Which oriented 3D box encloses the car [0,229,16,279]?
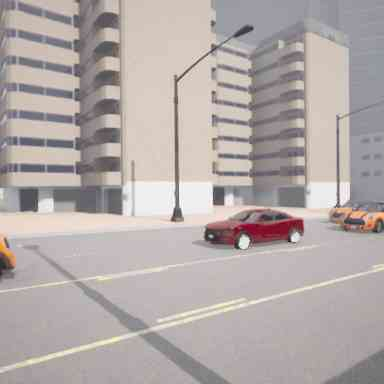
[{"bbox_3d":[-6.762,1.352,7.789,4.553,1.767,2.097,0,0,-35],"label":"car"}]

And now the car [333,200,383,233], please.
[{"bbox_3d":[11.035,1.447,20.230,4.553,1.767,2.097,1,0,-35],"label":"car"}]

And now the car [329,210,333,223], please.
[{"bbox_3d":[12.522,1.484,25.453,4.553,1.767,2.097,0,0,-35],"label":"car"}]

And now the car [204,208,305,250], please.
[{"bbox_3d":[2.786,1.492,14.477,5.008,1.535,1.882,1,0,-35],"label":"car"}]
